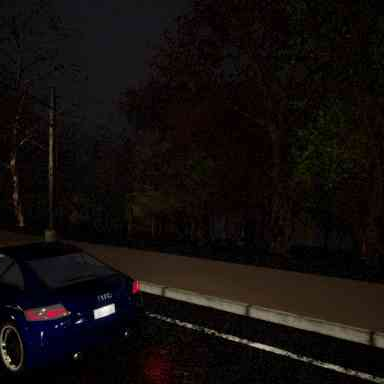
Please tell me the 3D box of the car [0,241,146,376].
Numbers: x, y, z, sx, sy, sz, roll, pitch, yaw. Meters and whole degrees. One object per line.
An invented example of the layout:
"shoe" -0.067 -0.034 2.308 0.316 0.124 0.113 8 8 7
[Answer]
"car" -2.775 1.563 5.647 4.181 1.385 1.994 0 0 37
